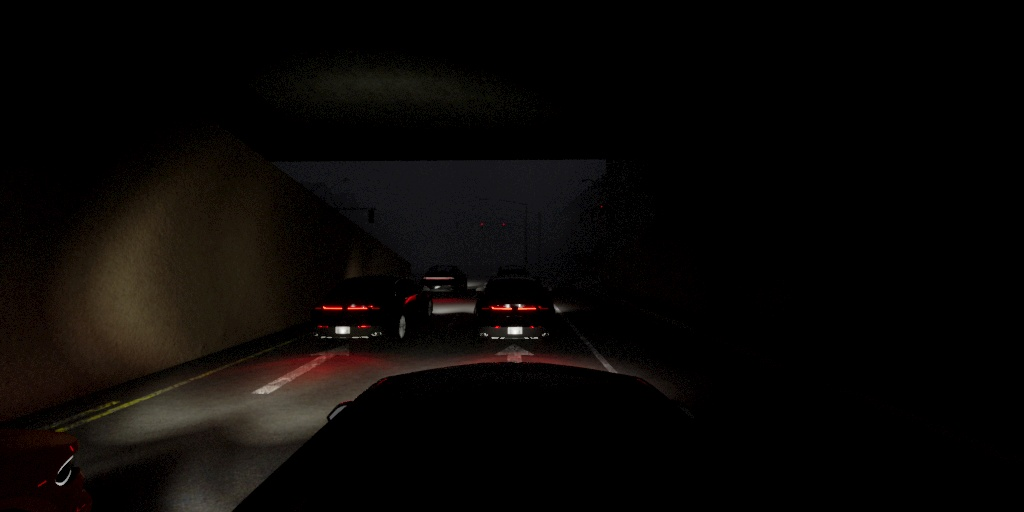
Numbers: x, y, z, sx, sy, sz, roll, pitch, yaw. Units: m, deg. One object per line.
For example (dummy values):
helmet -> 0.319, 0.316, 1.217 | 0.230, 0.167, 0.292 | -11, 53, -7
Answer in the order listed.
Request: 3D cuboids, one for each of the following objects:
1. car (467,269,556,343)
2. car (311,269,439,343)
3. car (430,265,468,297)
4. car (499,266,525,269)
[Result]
car -> 0.051, 1.255, 9.639 | 1.837, 1.490, 4.892 | 0, 0, 0
car -> -3.450, 1.255, 9.695 | 1.837, 1.490, 4.892 | 0, 0, 0
car -> -3.488, 1.241, 19.012 | 2.128, 1.511, 4.902 | 0, 0, -1
car -> 0.008, 1.255, 19.049 | 1.837, 1.490, 4.892 | 0, 0, 0
